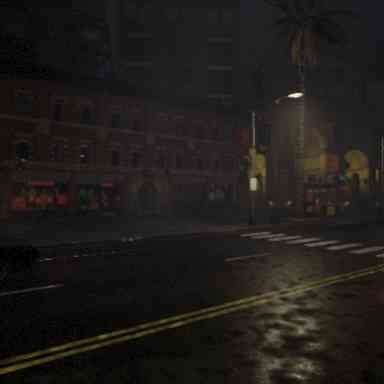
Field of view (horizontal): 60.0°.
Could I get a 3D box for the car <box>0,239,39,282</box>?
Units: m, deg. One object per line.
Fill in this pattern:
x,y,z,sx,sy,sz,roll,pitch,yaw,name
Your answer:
-6.411,1.598,8.017,4.718,1.301,1.895,0,0,-36,car
